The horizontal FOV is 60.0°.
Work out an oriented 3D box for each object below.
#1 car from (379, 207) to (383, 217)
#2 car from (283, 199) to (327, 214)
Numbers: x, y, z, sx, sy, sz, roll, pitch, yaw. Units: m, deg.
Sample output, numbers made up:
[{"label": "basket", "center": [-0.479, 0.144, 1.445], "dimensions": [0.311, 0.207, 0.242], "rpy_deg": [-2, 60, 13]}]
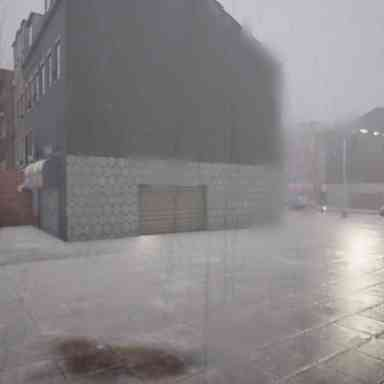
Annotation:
[{"label": "car", "center": [17.402, 1.622, 26.367], "dimensions": [1.812, 1.442, 4.674], "rpy_deg": [0, 1, -34]}, {"label": "car", "center": [11.589, 1.452, 34.539], "dimensions": [2.128, 1.511, 4.902], "rpy_deg": [-1, 1, -35]}]
